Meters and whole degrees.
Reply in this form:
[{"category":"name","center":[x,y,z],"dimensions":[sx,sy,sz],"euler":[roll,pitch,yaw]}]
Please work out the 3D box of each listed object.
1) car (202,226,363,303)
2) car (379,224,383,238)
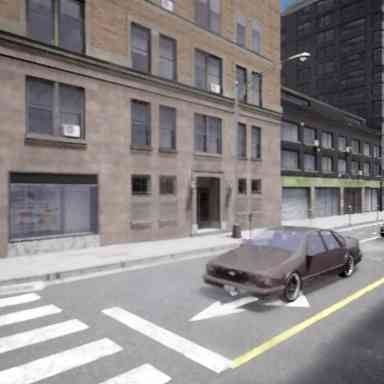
[{"category":"car","center":[2.696,1.629,8.750],"dimensions":[5.357,1.411,2.033],"euler":[0,0,-44]},{"category":"car","center":[11.502,1.679,17.230],"dimensions":[5.357,1.411,2.033],"euler":[0,0,-44]}]
